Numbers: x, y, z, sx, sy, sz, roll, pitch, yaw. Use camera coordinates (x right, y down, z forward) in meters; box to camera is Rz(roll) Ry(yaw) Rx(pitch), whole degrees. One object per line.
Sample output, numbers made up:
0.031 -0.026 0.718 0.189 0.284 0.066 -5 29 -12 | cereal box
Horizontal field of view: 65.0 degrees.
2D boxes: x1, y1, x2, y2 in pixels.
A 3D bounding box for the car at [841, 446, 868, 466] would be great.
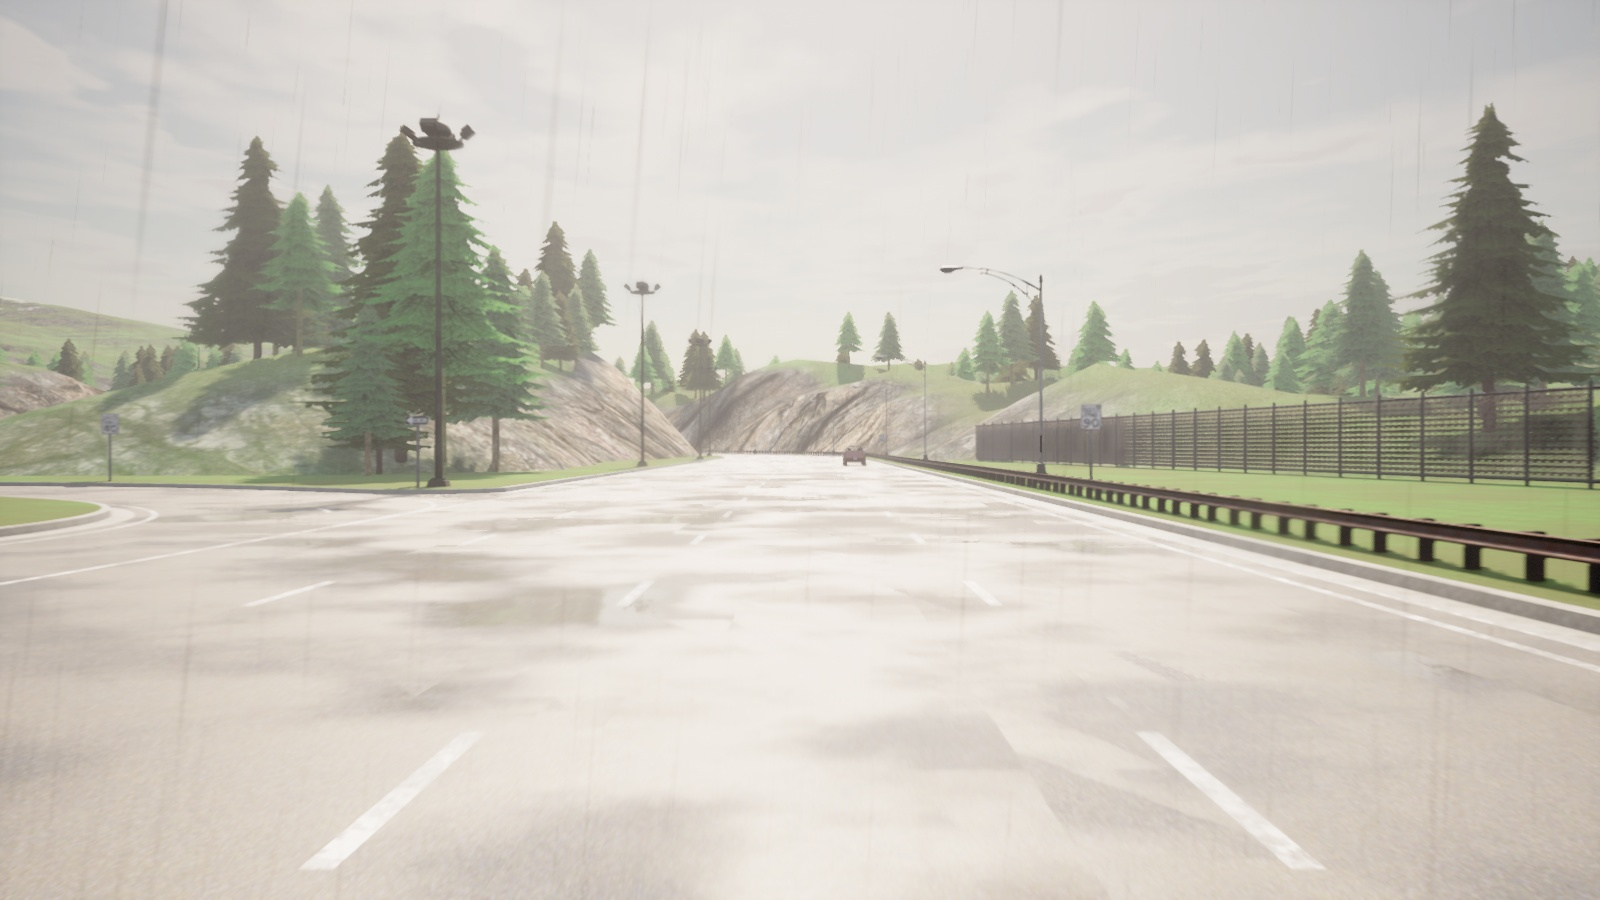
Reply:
4.054 0.415 94.057 1.845 1.501 3.633 0 0 0 | car
